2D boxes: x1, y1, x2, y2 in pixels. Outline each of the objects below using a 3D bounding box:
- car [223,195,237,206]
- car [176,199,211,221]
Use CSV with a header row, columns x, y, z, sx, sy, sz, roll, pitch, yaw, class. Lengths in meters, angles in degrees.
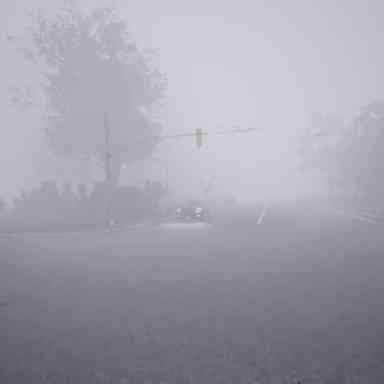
x,y,z,sx,sy,sz,roll,pitch,yaw,class
5.847,1.202,50.957,2.033,1.411,5.357,-2,0,12,car
0.199,1.364,27.111,2.097,1.767,4.553,-2,0,14,car
